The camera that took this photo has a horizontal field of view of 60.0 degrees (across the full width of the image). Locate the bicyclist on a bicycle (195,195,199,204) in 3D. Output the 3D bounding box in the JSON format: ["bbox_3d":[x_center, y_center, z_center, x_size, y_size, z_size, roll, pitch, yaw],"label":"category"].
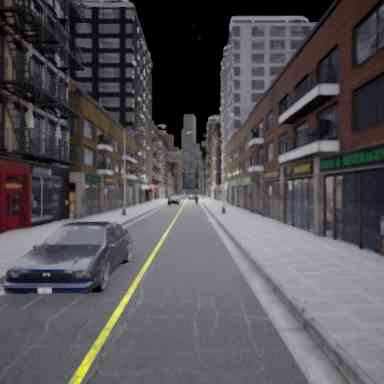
[{"bbox_3d":[0.757,1.368,51.287,0.582,1.620,1.656,0,-1,0],"label":"bicyclist on a bicycle"}]

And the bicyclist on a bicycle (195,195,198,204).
[{"bbox_3d":[0.755,1.358,60.283,0.582,1.620,1.656,0,-1,0],"label":"bicyclist on a bicycle"}]

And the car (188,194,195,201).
[{"bbox_3d":[0.002,1.394,80.610,2.033,1.411,5.357,0,0,0],"label":"car"}]

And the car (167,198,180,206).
[{"bbox_3d":[-2.816,1.516,51.367,1.895,1.301,4.718,0,0,0],"label":"car"}]

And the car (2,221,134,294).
[{"bbox_3d":[-2.851,1.528,9.102,2.033,1.411,5.357,0,0,0],"label":"car"}]
